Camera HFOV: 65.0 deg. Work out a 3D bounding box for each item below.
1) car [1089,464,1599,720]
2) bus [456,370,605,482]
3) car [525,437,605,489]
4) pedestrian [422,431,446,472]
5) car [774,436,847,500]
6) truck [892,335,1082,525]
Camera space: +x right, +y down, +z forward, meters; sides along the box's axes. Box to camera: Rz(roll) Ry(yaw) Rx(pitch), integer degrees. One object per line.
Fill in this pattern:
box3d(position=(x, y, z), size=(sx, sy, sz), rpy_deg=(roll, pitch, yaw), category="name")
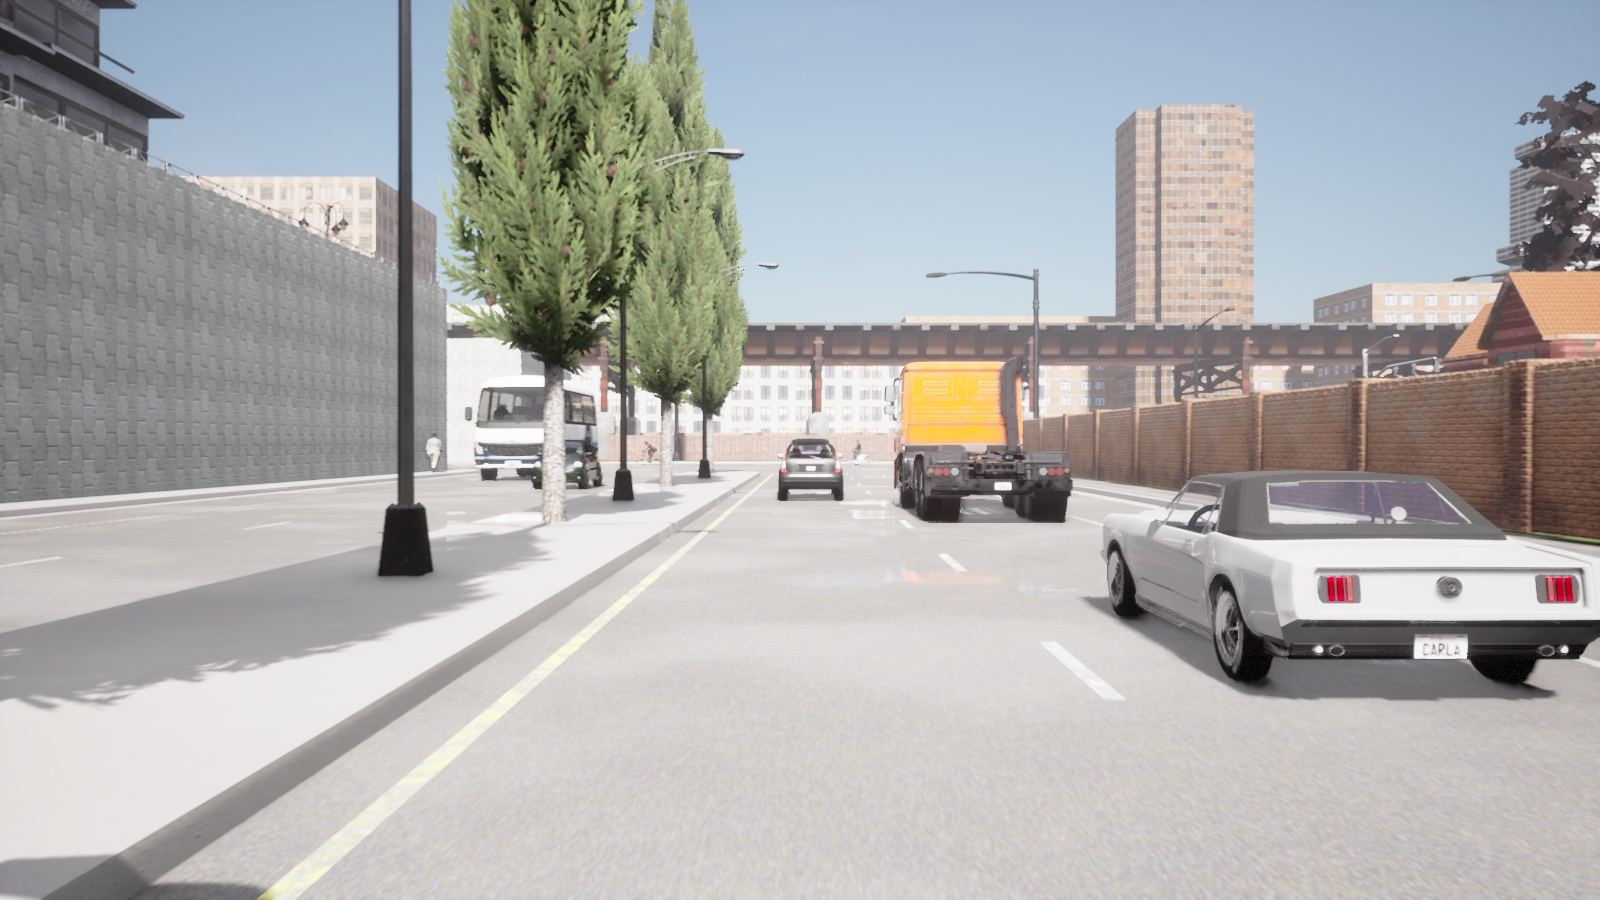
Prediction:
box3d(position=(3.583, 0.798, 9.173), size=(1.895, 1.301, 4.718), rpy_deg=(0, 0, 0), category="car")
box3d(position=(-11.074, -0.941, 53.040), size=(3.944, 4.253, 10.273), rpy_deg=(0, 0, 1), category="bus")
box3d(position=(-7.676, 0.403, 41.407), size=(1.851, 1.617, 3.988), rpy_deg=(0, 0, 0), category="car")
box3d(position=(-16.653, 0.063, 57.102), size=(0.874, 1.855, 0.900), rpy_deg=(0, 0, -3), category="pedestrian")
box3d(position=(0.273, 0.451, 34.176), size=(1.851, 1.617, 3.988), rpy_deg=(0, 0, 0), category="car")
box3d(position=(3.704, -0.385, 26.878), size=(2.891, 3.462, 7.936), rpy_deg=(0, 0, 0), category="truck")
